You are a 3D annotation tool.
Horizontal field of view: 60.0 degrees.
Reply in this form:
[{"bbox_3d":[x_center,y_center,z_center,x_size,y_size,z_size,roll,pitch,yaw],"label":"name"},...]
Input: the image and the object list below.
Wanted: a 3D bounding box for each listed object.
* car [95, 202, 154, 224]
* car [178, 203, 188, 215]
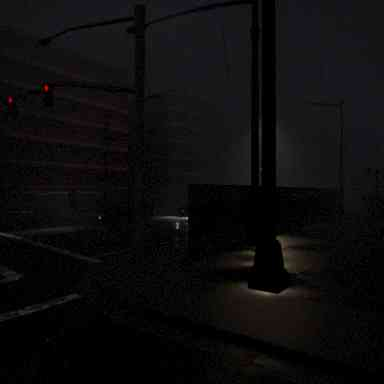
[{"bbox_3d":[-4.902,1.491,24.767,2.128,1.511,4.902,0,0,35],"label":"car"},{"bbox_3d":[0.537,1.505,32.511,1.837,1.490,4.892,0,0,35],"label":"car"}]
